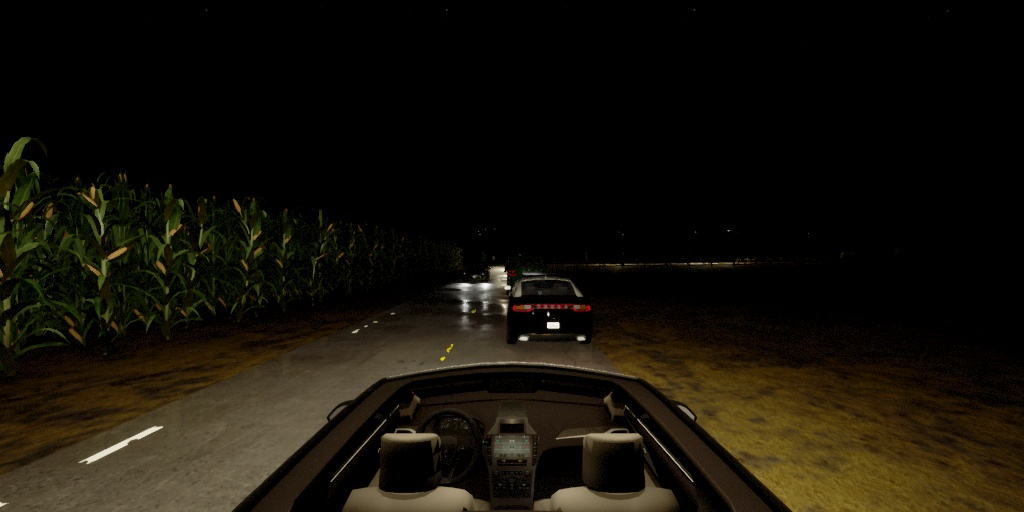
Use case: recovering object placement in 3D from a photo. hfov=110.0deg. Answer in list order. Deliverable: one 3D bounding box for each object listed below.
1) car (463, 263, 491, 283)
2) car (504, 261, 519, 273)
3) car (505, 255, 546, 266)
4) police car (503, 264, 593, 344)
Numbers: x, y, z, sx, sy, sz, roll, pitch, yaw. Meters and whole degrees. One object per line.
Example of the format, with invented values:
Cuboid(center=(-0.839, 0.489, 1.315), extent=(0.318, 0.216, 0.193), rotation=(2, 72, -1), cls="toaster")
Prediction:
Cuboid(center=(-2.776, 1.301, 28.879), extent=(1.837, 1.490, 4.892), rotation=(0, 0, 0), cls="car")
Cuboid(center=(-0.021, 1.397, 46.792), extent=(1.812, 1.442, 4.674), rotation=(0, 0, 0), cls="car")
Cuboid(center=(0.807, 0.994, 19.639), extent=(2.150, 2.045, 5.566), rotation=(0, 0, 0), cls="car")
Cuboid(center=(0.817, 1.179, 9.717), extent=(1.930, 1.638, 5.238), rotation=(0, 0, 0), cls="police car")
